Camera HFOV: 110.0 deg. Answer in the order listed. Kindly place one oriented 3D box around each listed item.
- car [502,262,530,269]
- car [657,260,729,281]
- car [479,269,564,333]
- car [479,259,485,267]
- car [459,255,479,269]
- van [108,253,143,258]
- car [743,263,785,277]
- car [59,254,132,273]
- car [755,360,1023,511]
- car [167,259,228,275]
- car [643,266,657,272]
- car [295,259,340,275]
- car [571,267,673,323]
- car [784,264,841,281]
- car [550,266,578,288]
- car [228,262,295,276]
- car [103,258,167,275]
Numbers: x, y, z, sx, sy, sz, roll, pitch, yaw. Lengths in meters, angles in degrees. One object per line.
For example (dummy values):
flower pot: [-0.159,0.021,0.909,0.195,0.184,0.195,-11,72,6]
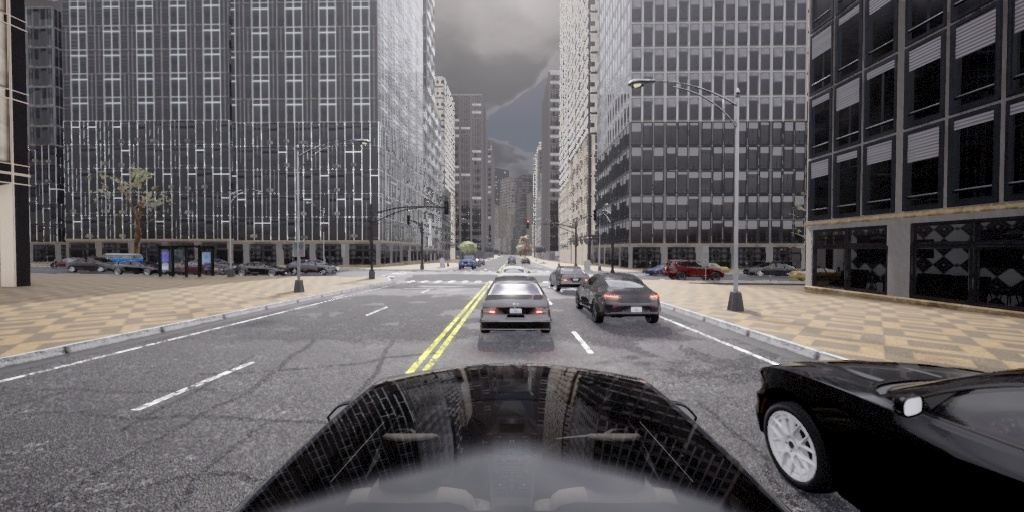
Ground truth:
car: [0.088,1.265,20.257,1.812,1.442,4.674,0,0,0]
car: [16.173,1.267,32.174,5.009,1.841,2.192,0,0,1]
car: [0.096,1.293,10.666,2.033,1.411,5.357,0,0,0]
car: [-6.606,1.191,63.815,2.128,1.511,4.902,0,0,0]
car: [-6.633,0.933,53.897,2.150,2.045,5.566,0,0,0]
van: [-45.314,0.603,41.626,3.998,1.789,1.690,0,0,1]
car: [27.073,1.460,37.771,4.892,1.490,1.837,1,1,1]
car: [-41.394,0.895,35.760,4.892,1.490,1.837,1,1,1]
car: [3.345,1.228,1.513,1.882,1.535,5.008,0,0,0]
car: [-28.436,1.136,32.804,4.207,1.307,1.802,0,0,1]
car: [16.700,1.410,37.944,5.357,1.411,2.033,0,1,1]
car: [-19.547,1.083,35.318,4.902,1.511,2.128,0,1,1]
car: [3.345,1.271,11.936,1.812,1.442,4.674,0,0,0]
car: [27.622,1.577,31.985,4.829,1.417,1.751,0,0,1]
car: [3.339,1.286,21.347,2.033,1.411,5.357,0,0,0]
car: [-22.752,1.172,32.675,4.313,1.339,1.948,0,0,1]
car: [-34.117,1.068,32.973,4.313,1.339,1.948,0,0,1]
